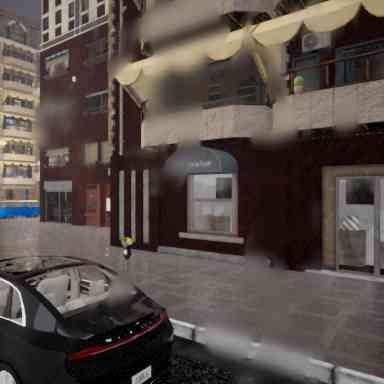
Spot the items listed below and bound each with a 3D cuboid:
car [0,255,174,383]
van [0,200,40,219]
[{"bbox_3d":[-2.263,1.551,4.483,4.403,1.369,2.008,0,0,35],"label":"car"},{"bbox_3d":[-16.559,1.708,32.133,1.690,1.788,3.998,-1,-2,35],"label":"van"}]
